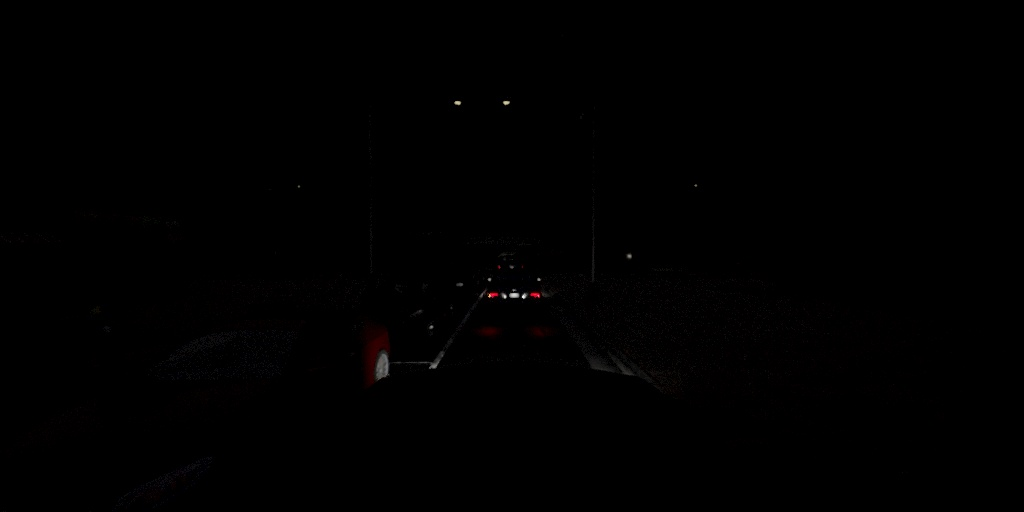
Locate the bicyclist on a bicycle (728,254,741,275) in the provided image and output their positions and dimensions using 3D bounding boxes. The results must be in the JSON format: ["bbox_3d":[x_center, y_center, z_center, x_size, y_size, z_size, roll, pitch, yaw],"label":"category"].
[{"bbox_3d":[17.353,0.638,27.945,0.582,1.620,1.656,0,1,0],"label":"bicyclist on a bicycle"}]

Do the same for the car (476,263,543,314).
[{"bbox_3d":[0.075,1.135,12.765,2.033,1.411,5.357,0,1,0],"label":"car"}]

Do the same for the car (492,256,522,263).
[{"bbox_3d":[-0.315,0.751,25.683,2.097,1.767,4.553,0,1,-7],"label":"car"}]

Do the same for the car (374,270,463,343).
[{"bbox_3d":[-2.639,1.203,9.370,1.948,1.339,4.313,0,0,0],"label":"car"}]

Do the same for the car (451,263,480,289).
[{"bbox_3d":[-2.641,1.044,20.273,1.948,1.339,4.313,0,0,0],"label":"car"}]

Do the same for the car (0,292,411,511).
[{"bbox_3d":[-2.638,1.299,3.918,1.802,1.307,4.207,0,0,0],"label":"car"}]
